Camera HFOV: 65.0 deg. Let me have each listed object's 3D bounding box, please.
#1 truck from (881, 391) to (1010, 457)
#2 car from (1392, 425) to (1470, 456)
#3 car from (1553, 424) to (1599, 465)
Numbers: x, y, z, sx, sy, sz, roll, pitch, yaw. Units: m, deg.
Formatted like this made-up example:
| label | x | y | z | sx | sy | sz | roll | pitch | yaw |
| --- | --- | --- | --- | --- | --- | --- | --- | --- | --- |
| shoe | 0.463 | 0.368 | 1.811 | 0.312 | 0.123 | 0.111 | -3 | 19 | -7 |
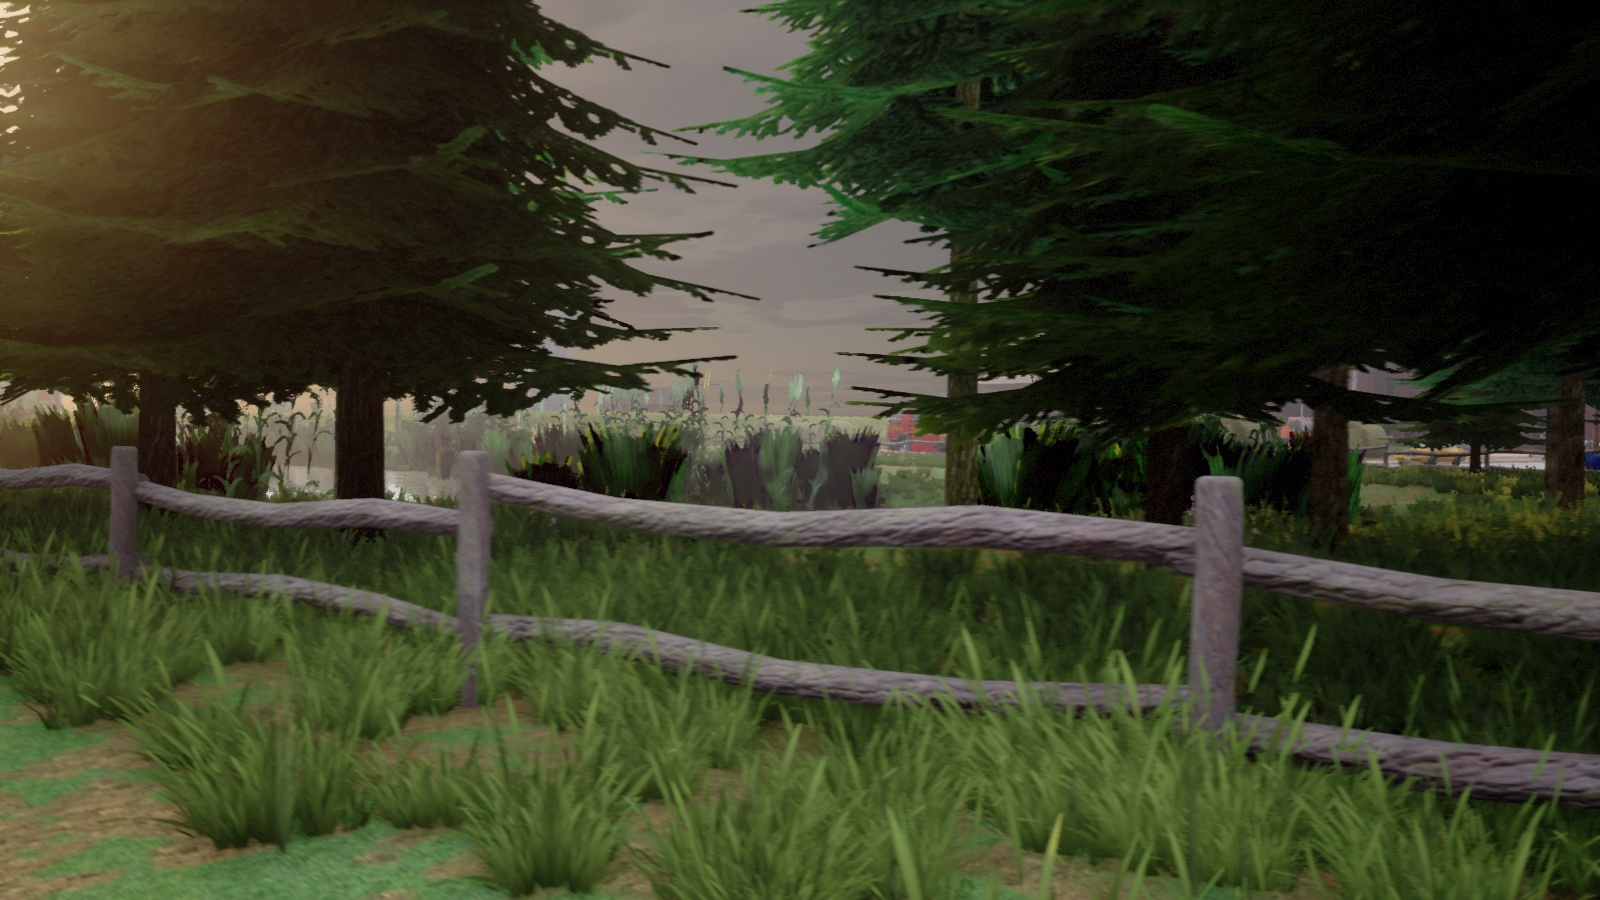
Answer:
| label | x | y | z | sx | sy | sz | roll | pitch | yaw |
| --- | --- | --- | --- | --- | --- | --- | --- | --- | --- |
| truck | 8.859 | -1.566 | 77.456 | 2.891 | 3.827 | 8.468 | -1 | 1 | -37 |
| car | 34.576 | -0.537 | 68.722 | 5.366 | 1.575 | 1.801 | -1 | 1 | -40 |
| car | 31.457 | -0.223 | 47.234 | 1.882 | 1.535 | 5.008 | -1 | 1 | -37 |
